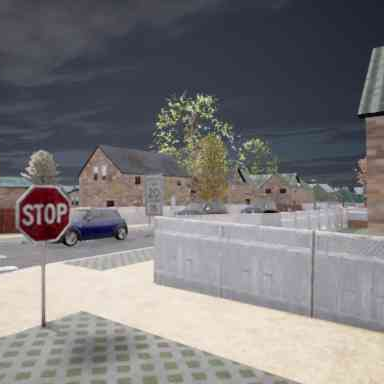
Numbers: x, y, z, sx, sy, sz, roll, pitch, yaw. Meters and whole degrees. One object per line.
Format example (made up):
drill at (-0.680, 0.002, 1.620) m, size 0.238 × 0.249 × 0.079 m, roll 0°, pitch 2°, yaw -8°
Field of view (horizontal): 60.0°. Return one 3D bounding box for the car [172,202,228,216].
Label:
car at (0.740, 1.760, 25.570) m, size 2.150 × 2.045 × 5.566 m, roll -1°, pitch -2°, yaw 35°

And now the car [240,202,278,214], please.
car at (6.994, 2.005, 34.343) m, size 2.150 × 2.045 × 5.566 m, roll -1°, pitch -2°, yaw 36°

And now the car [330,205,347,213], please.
car at (22.633, 2.739, 51.244) m, size 1.882 × 1.535 × 5.008 m, roll -1°, pitch -2°, yaw 35°

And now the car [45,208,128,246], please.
car at (-5.474, 1.650, 16.922) m, size 2.097 × 1.767 × 4.553 m, roll -1°, pitch -2°, yaw 37°
